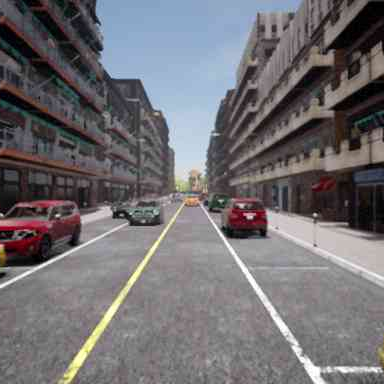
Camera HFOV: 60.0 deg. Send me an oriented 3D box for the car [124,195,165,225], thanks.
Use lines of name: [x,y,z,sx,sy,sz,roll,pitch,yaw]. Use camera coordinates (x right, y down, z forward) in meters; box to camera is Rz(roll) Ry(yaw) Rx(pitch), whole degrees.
car: [-3.099,1.288,23.382,2.097,1.767,4.553,0,0,0]

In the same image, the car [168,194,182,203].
car: [-3.026,1.184,64.111,2.097,1.767,4.553,0,0,1]

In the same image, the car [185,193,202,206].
car: [-0.001,1.218,50.636,2.097,1.767,4.553,0,0,0]

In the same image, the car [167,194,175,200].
car: [-5.684,1.324,90.328,2.008,1.369,4.403,1,0,0]

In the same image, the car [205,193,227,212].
car: [2.998,1.125,37.349,2.150,2.045,5.566,0,0,0]

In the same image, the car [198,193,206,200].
car: [2.700,1.088,90.294,2.192,1.841,5.009,1,0,0]

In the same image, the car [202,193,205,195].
car: [2.700,1.126,73.591,2.192,1.841,5.009,1,0,0]

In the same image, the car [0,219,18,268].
car: [-5.681,1.507,6.639,1.752,1.417,4.829,1,0,0]

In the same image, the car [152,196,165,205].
car: [-5.683,1.434,56.921,1.802,1.307,4.206,1,0,0]

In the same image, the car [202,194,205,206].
car: [2.698,1.431,51.320,1.947,1.339,4.313,1,0,0]

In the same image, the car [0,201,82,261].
car: [-5.678,1.281,12.377,2.192,1.841,5.009,1,0,0]

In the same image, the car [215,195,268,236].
car: [2.702,1.266,17.912,2.192,1.841,5.009,1,0,0]

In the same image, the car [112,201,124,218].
car: [-5.682,1.488,29.082,1.947,1.339,4.313,1,0,0]

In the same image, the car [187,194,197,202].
car: [-0.001,1.266,68.190,1.882,1.535,5.008,0,0,0]

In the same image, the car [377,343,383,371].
car: [2.700,1.521,1.378,1.752,1.417,4.829,1,0,0]
